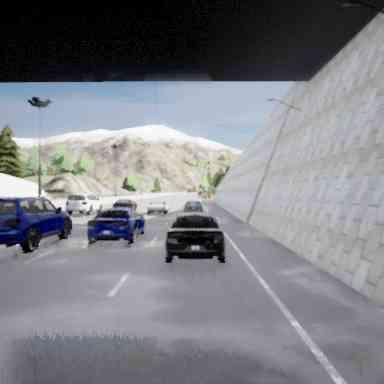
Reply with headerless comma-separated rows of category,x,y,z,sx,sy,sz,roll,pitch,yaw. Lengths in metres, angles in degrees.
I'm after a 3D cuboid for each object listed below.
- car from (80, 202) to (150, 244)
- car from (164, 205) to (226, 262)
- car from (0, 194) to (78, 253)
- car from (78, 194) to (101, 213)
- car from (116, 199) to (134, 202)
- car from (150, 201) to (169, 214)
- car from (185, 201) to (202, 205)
car,-3.395,1.454,15.676,1.882,1.535,5.008,0,0,0
car,0.103,1.459,12.072,1.882,1.535,5.008,0,0,0
car,-6.896,1.200,13.775,2.150,2.045,5.566,0,0,0
car,-10.385,1.172,32.225,2.150,2.045,5.566,0,0,0
car,-6.884,1.425,34.507,1.882,1.535,5.008,0,0,0
car,-3.385,1.549,34.011,1.895,1.301,4.718,0,0,0
car,0.114,1.500,31.098,2.033,1.411,5.357,0,0,0
